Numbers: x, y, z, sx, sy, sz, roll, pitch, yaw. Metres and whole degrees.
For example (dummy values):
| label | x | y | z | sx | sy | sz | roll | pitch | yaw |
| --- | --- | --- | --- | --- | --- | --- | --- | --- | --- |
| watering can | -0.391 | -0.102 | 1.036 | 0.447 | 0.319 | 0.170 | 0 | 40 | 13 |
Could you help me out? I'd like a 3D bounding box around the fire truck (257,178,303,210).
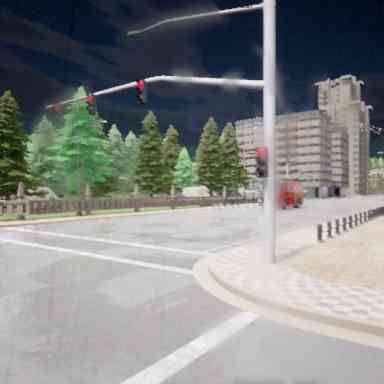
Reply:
| label | x | y | z | sx | sy | sz | roll | pitch | yaw |
| --- | --- | --- | --- | --- | --- | --- | --- | --- | --- |
| fire truck | 11.385 | 0.225 | 42.276 | 2.891 | 3.827 | 8.468 | 0 | 0 | 36 |
